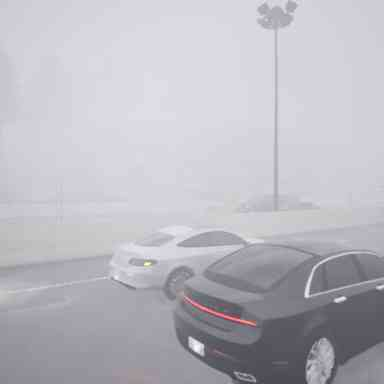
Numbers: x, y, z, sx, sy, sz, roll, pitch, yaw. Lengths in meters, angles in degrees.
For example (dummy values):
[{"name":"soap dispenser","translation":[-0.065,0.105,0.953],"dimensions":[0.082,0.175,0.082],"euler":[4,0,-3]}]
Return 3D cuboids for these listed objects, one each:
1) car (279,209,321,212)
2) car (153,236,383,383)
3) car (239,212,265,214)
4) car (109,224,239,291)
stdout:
[{"name":"car","translation":[8.582,1.498,27.312],"dimensions":[4.892,1.490,1.837],"euler":[0,0,-35]},{"name":"car","translation":[2.022,1.504,5.196],"dimensions":[4.892,1.490,1.837],"euler":[0,0,-35]},{"name":"car","translation":[6.592,1.218,30.193],"dimensions":[5.566,2.045,2.150],"euler":[0,0,-35]},{"name":"car","translation":[0.311,1.525,8.273],"dimensions":[4.674,1.442,1.812],"euler":[0,0,-35]}]
